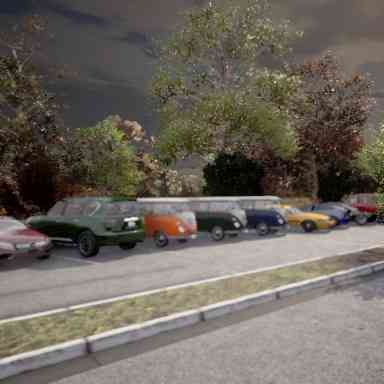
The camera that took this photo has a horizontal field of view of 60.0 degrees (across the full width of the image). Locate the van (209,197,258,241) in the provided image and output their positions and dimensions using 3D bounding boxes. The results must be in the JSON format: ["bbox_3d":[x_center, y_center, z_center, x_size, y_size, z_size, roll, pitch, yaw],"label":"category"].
[{"bbox_3d":[0.667,1.248,16.432,4.442,1.987,1.878,-1,-1,34],"label":"van"}]

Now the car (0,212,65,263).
[{"bbox_3d":[-6.688,1.541,11.298,4.674,1.452,2.002,-1,-1,34],"label":"car"}]

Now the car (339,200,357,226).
[{"bbox_3d":[7.805,1.479,21.707,4.792,1.488,2.163,-1,0,34],"label":"car"}]

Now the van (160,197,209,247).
[{"bbox_3d":[-1.752,1.256,14.697,4.442,1.987,1.878,-1,-1,34],"label":"van"}]

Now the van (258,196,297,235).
[{"bbox_3d":[3.088,1.239,18.168,4.442,1.987,1.878,-1,-1,34],"label":"van"}]

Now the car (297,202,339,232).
[{"bbox_3d":[5.567,1.452,19.857,5.366,1.575,1.946,-1,-1,34],"label":"car"}]

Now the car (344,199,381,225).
[{"bbox_3d":[10.276,1.470,23.414,4.792,1.488,2.163,-1,-1,34],"label":"car"}]

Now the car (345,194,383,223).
[{"bbox_3d":[12.639,1.181,25.178,5.566,2.045,2.435,-1,0,34],"label":"car"}]

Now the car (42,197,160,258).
[{"bbox_3d":[-4.296,1.241,13.044,5.566,2.045,2.435,-1,0,34],"label":"car"}]
